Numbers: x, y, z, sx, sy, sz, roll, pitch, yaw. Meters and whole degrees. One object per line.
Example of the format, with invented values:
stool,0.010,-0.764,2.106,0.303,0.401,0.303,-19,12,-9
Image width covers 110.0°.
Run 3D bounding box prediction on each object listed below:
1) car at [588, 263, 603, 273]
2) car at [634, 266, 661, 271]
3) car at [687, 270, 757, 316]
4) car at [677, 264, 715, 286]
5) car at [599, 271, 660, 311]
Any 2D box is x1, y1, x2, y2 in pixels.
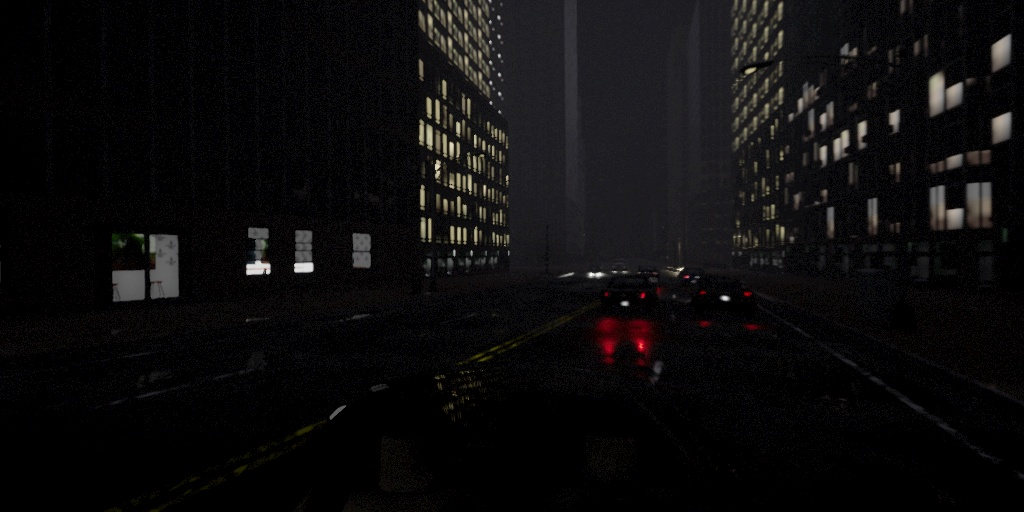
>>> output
car,12.909,1.805,55.329,2.128,1.511,4.902,0,-1,18
car,11.122,1.522,29.468,2.128,1.511,4.902,0,-1,21
car,8.144,1.435,14.109,1.994,1.385,4.181,0,-1,25
car,13.782,1.544,27.332,2.033,1.411,5.357,0,-1,21
car,5.116,1.493,15.302,1.895,1.301,4.718,0,-1,25
